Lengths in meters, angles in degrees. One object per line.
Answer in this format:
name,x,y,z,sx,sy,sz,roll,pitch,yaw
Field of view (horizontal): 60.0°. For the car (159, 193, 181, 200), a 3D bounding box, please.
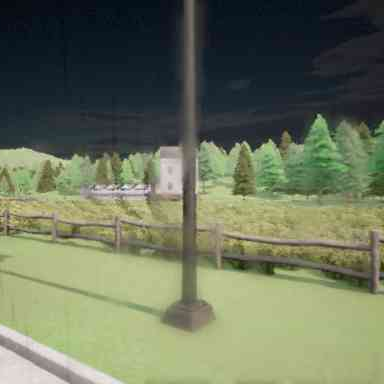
car,-4.540,1.218,69.302,4.605,1.855,1.932,0,0,35
